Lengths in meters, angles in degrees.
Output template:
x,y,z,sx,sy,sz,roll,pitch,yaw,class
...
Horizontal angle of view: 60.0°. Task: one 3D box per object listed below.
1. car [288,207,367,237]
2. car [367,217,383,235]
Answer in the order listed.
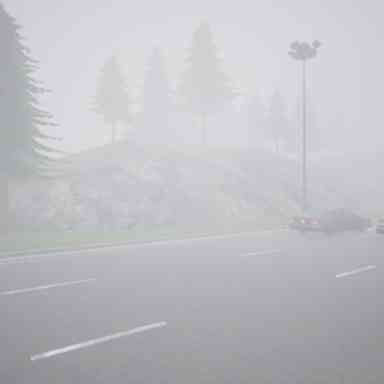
x,y,z,sx,sy,sz,roll,pitch,yaw,class
7.431,1.479,17.651,5.357,1.411,2.033,0,0,-36,car
10.780,1.472,15.741,5.357,1.411,2.033,0,0,-36,car
